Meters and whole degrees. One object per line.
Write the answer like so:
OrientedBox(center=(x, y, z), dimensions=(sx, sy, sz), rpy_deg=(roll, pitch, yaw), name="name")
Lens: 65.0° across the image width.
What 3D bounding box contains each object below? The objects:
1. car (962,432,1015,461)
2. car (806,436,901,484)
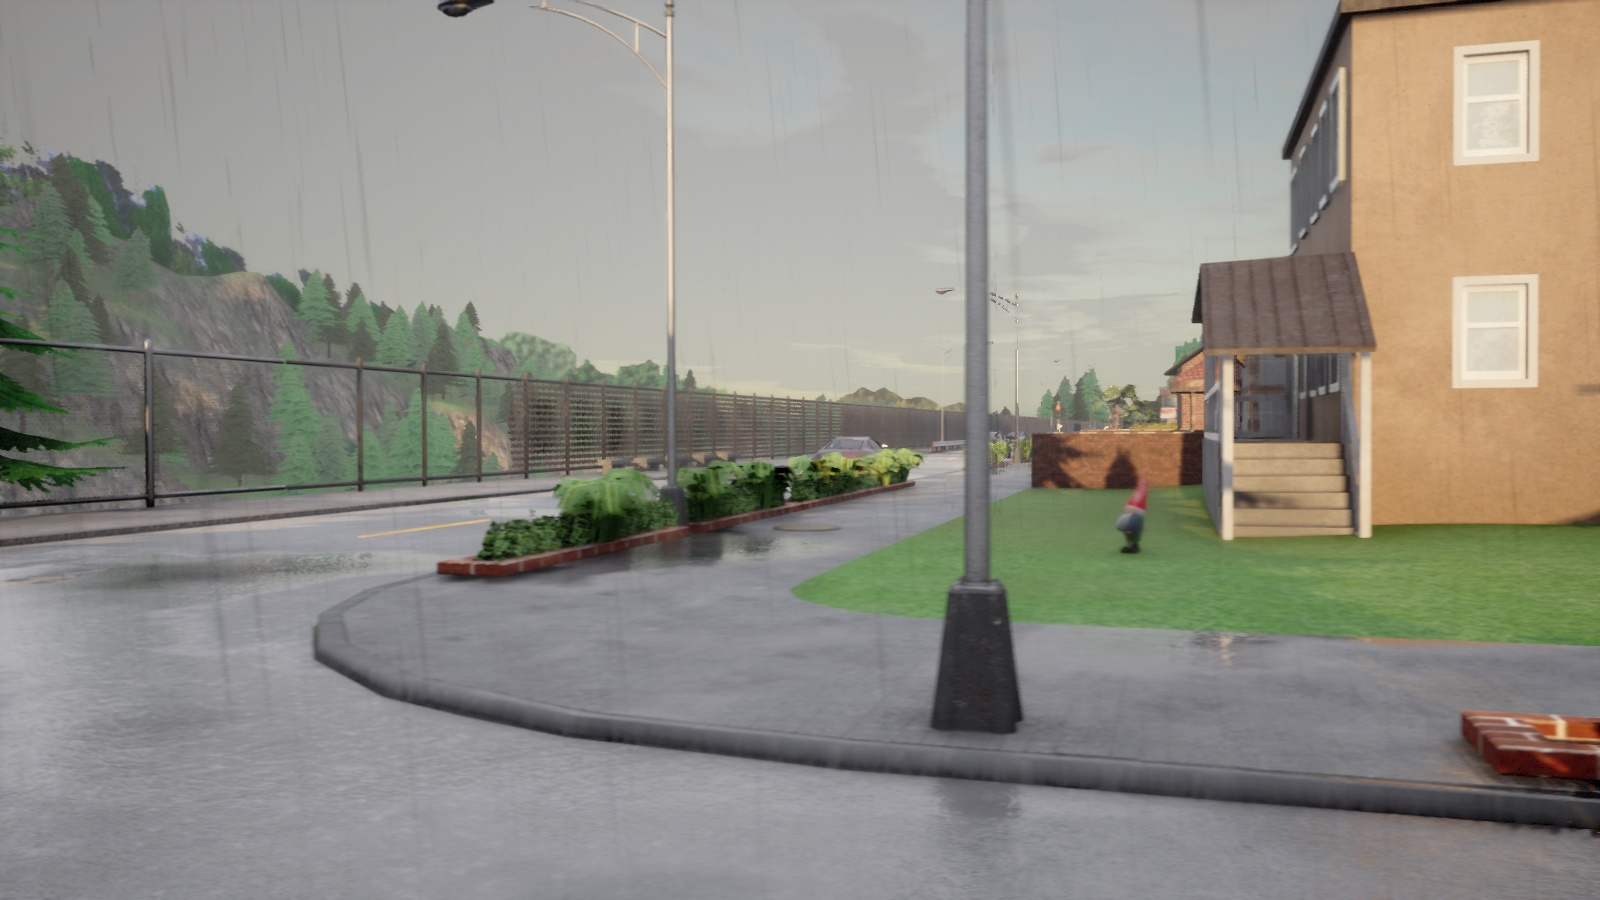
OrientedBox(center=(10.173, -0.195, 67.428), dimensions=(2.163, 1.488, 4.792), rpy_deg=(0, 1, 17), name="car")
OrientedBox(center=(1.725, 0.280, 39.263), dimensions=(1.994, 1.385, 4.181), rpy_deg=(0, 1, 17), name="car")
